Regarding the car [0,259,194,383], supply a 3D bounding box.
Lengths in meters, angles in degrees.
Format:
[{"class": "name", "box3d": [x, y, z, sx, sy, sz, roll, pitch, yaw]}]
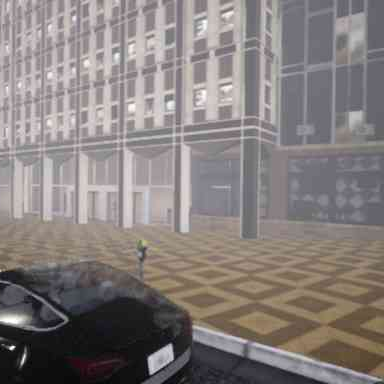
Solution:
[{"class": "car", "box3d": [-1.976, 1.568, 4.269, 4.313, 1.339, 1.947, 0, 1, 36]}]
